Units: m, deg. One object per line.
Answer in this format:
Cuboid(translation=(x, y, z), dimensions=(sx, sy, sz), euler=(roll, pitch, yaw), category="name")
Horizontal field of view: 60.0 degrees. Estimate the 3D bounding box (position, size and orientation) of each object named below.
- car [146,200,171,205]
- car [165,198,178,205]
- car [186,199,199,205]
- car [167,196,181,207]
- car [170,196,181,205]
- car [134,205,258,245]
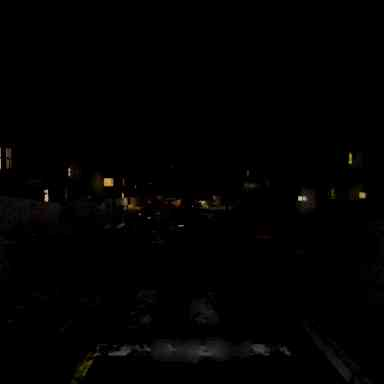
Cuboid(translation=(-2.912, 1.561, 25.504), dimensions=(1.812, 1.442, 4.674), euler=(0, 0, 2), category="car")
Cuboid(translation=(-2.862, 1.626, 34.548), dimensions=(1.994, 1.385, 4.181), euler=(0, 0, 1), category="car")
Cuboid(translation=(0.073, 1.712, 47.869), dimensions=(1.895, 1.301, 4.718), euler=(0, 0, 0), category="car")
Cuboid(translation=(-2.851, 1.490, 54.137), dimensions=(2.097, 1.767, 4.553), euler=(0, 0, 0), category="car")
Cuboid(translation=(-2.871, 1.575, 44.331), dimensions=(1.882, 1.535, 5.008), euler=(0, 0, 0), category="car")
Cuboid(translation=(0.161, 1.488, 14.855), dimensions=(5.357, 1.411, 2.033), euler=(0, 3, -4), category="car")
